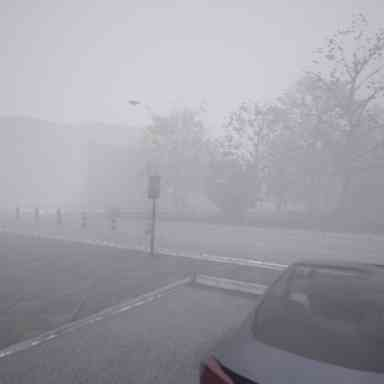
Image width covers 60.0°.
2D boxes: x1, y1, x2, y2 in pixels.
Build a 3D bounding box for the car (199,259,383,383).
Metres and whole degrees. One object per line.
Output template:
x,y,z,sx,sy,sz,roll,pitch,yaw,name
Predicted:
1.945,1.512,3.795,2.163,1.488,4.792,0,0,35,car
